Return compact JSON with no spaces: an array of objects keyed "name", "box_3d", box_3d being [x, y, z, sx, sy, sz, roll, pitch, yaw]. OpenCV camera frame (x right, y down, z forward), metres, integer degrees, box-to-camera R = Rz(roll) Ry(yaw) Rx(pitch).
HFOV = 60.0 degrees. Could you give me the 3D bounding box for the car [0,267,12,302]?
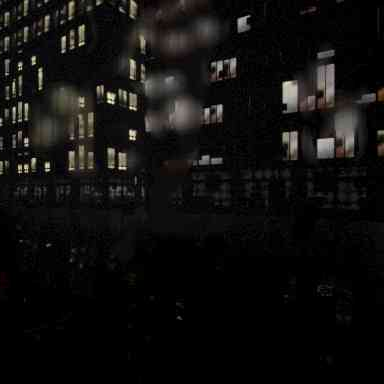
[{"name":"car","box_3d":[-5.559,1.526,6.817,4.829,1.417,1.752,0,0,35]}]
